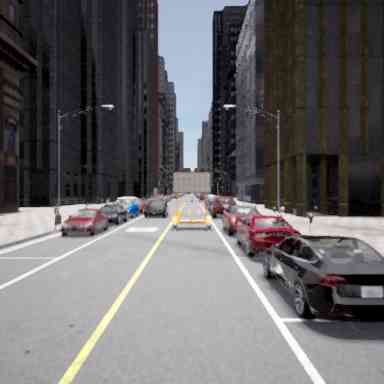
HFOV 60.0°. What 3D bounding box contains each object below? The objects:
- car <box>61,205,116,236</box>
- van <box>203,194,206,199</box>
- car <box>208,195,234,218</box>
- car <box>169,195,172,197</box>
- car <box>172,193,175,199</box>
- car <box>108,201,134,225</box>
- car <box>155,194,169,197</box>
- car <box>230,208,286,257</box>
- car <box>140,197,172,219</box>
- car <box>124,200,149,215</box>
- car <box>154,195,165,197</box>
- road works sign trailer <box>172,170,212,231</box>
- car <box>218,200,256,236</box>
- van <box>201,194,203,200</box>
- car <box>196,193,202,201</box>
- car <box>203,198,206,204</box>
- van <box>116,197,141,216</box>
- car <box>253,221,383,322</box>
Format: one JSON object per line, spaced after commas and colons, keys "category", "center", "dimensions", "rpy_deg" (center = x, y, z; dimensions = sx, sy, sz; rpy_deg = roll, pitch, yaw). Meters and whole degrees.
{"category": "car", "center": [-5.763, 1.585, 18.399], "dimensions": [1.802, 1.307, 4.206], "rpy_deg": [0, 0, 0]}
{"category": "van", "center": [2.763, 1.351, 46.508], "dimensions": [1.690, 1.788, 3.998], "rpy_deg": [0, 0, 0]}
{"category": "car", "center": [2.762, 1.321, 29.651], "dimensions": [2.192, 1.841, 5.009], "rpy_deg": [0, 0, 0]}
{"category": "car", "center": [-5.762, 1.566, 68.964], "dimensions": [1.887, 1.381, 4.507], "rpy_deg": [0, 0, 0]}
{"category": "car", "center": [-5.762, 1.609, 80.201], "dimensions": [1.802, 1.307, 4.206], "rpy_deg": [0, 0, 0]}
{"category": "car", "center": [-5.763, 1.570, 24.017], "dimensions": [1.947, 1.339, 4.313], "rpy_deg": [0, 0, 0]}
{"category": "car", "center": [-5.763, 1.330, 57.727], "dimensions": [2.192, 1.841, 5.009], "rpy_deg": [0, 0, 0]}
{"category": "car", "center": [2.762, 1.547, 12.795], "dimensions": [1.887, 1.381, 4.507], "rpy_deg": [0, 0, 0]}
{"category": "car", "center": [-3.098, 1.483, 29.706], "dimensions": [1.882, 1.535, 5.008], "rpy_deg": [0, 0, 0]}
{"category": "car", "center": [-5.762, 1.552, 35.254], "dimensions": [1.887, 1.381, 4.507], "rpy_deg": [0, 0, 0]}
{"category": "car", "center": [-5.762, 1.595, 52.109], "dimensions": [1.802, 1.307, 4.206], "rpy_deg": [0, 0, 0]}
{"category": "road works sign trailer", "center": [0.000, 0.468, 20.475], "dimensions": [2.380, 3.560, 2.880], "rpy_deg": [0, 0, 0]}
{"category": "car", "center": [2.762, 1.444, 18.414], "dimensions": [1.967, 1.590, 4.097], "rpy_deg": [0, 0, 0]}
{"category": "van", "center": [2.763, 1.354, 52.127], "dimensions": [1.690, 1.788, 3.998], "rpy_deg": [0, 0, 0]}
{"category": "car", "center": [2.763, 1.342, 80.221], "dimensions": [2.192, 1.841, 5.009], "rpy_deg": [0, 0, 0]}
{"category": "car", "center": [2.763, 1.559, 40.889], "dimensions": [2.008, 1.369, 4.403], "rpy_deg": [0, 0, 0]}
{"category": "van", "center": [-5.763, 1.347, 29.636], "dimensions": [1.690, 1.788, 3.998], "rpy_deg": [0, 0, 0]}
{"category": "car", "center": [2.762, 1.567, 7.177], "dimensions": [1.947, 1.339, 4.313], "rpy_deg": [0, 0, 0]}
